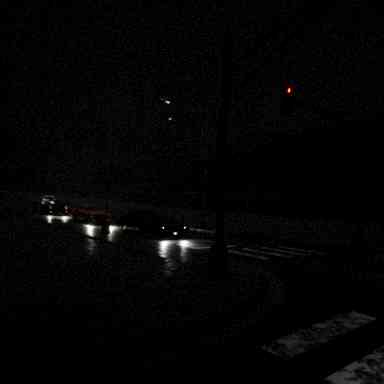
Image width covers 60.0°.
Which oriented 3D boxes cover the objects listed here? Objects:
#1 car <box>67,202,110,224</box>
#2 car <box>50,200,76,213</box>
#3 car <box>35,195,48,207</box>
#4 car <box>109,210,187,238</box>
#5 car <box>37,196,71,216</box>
[{"bbox_3d":[-8.379,1.771,27.493,1.882,1.535,5.008,4,-3,-36],"label":"car"},{"bbox_3d":[-17.715,1.939,45.453,2.128,1.511,4.902,4,-2,-35],"label":"car"},{"bbox_3d":[-23.589,1.547,53.584,2.150,2.045,5.566,4,-1,-36],"label":"car"},{"bbox_3d":[-2.489,1.761,19.229,2.033,1.411,5.357,4,-3,-38],"label":"car"},{"bbox_3d":[-15.478,1.675,37.411,2.097,1.767,4.553,4,-2,-35],"label":"car"}]
